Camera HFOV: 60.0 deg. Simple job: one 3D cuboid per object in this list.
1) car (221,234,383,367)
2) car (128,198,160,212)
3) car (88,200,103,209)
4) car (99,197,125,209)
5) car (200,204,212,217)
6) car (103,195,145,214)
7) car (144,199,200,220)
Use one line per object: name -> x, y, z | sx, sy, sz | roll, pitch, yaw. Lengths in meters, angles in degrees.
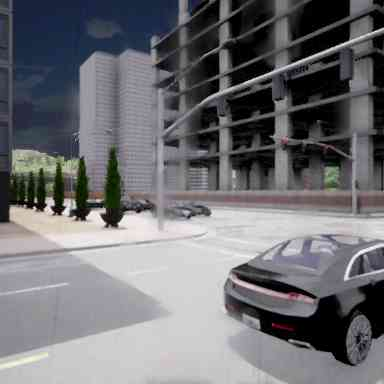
car -> 2.745, 1.499, 5.814 | 4.902, 1.511, 2.128 | 0, 0, -36
car -> -5.946, 1.566, 40.673 | 1.882, 1.535, 5.008 | 0, 0, -35
car -> -13.546, 1.686, 45.306 | 1.895, 1.301, 4.718 | 0, 0, -35
car -> -11.871, 1.582, 48.992 | 2.128, 1.511, 4.902 | 0, 0, -35
car -> 0.070, 1.650, 32.244 | 1.994, 1.385, 4.181 | 0, 0, -36
car -> -7.548, 1.305, 36.889 | 2.150, 2.045, 5.566 | 0, 0, -35
car -> -1.816, 1.572, 28.862 | 2.128, 1.511, 4.902 | 0, 0, -36
